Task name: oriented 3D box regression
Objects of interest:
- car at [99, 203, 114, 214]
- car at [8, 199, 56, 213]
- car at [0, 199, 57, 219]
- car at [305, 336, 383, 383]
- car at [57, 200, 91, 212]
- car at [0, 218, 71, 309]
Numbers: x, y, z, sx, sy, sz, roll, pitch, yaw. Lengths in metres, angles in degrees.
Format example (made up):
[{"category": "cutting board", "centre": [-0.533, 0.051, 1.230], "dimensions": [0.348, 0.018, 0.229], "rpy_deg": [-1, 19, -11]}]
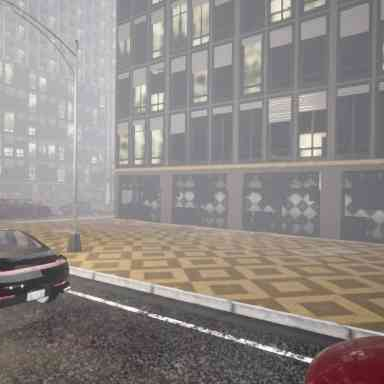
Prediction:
[{"category": "car", "centre": [-8.751, 1.828, 39.672], "dimensions": [1.752, 1.417, 4.829], "rpy_deg": [1, 0, 36]}, {"category": "car", "centre": [-19.046, 1.641, 39.817], "dimensions": [1.752, 1.417, 4.829], "rpy_deg": [1, 0, 36]}, {"category": "car", "centre": [-15.532, 1.518, 30.448], "dimensions": [2.192, 1.841, 5.009], "rpy_deg": [1, 0, 36]}, {"category": "car", "centre": [2.937, 1.526, 1.602], "dimensions": [4.674, 1.442, 1.812], "rpy_deg": [0, 0, 35]}, {"category": "car", "centre": [-14.732, 1.716, 41.301], "dimensions": [1.812, 1.442, 4.674], "rpy_deg": [1, 0, 36]}, {"category": "car", "centre": [-4.555, 1.488, 6.906], "dimensions": [4.902, 1.511, 2.128], "rpy_deg": [0, 0, 35]}]
